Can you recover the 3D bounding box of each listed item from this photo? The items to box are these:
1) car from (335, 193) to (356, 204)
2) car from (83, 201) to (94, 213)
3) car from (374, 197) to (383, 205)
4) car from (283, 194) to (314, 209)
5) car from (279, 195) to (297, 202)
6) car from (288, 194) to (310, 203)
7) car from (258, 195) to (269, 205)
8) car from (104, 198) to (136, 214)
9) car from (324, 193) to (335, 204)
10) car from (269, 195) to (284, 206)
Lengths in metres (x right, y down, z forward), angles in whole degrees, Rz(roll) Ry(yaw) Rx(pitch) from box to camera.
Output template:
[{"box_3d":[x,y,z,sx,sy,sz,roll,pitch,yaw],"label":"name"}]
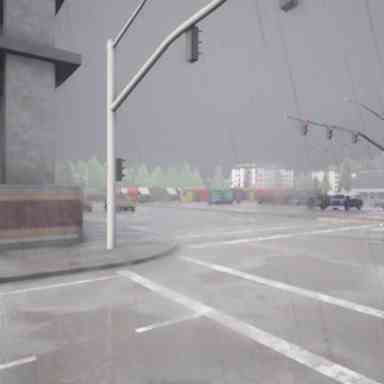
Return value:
[{"box_3d":[36.575,1.277,79.169,3.866,1.878,1.905,0,0,-35],"label":"car"},{"box_3d":[-12.134,1.563,35.566,1.895,1.301,4.718,0,0,-36],"label":"car"},{"box_3d":[32.123,1.488,55.289,3.806,1.475,1.970,0,0,-35],"label":"car"},{"box_3d":[16.465,1.465,51.272,3.806,1.475,1.970,0,0,-35],"label":"car"},{"box_3d":[20.666,1.457,71.430,3.905,1.438,1.784,0,0,-35],"label":"car"},{"box_3d":[22.287,1.247,69.029,4.605,1.855,1.932,0,0,-35],"label":"car"},{"box_3d":[13.201,1.222,55.796,4.605,1.855,1.932,0,0,-35],"label":"car"},{"box_3d":[-7.722,1.445,35.421,1.882,1.535,5.008,0,0,-36],"label":"car"},{"box_3d":[34.911,1.517,81.538,3.806,1.475,1.970,0,0,-35],"label":"car"},{"box_3d":[14.793,1.433,53.635,3.905,1.438,1.784,0,0,-35],"label":"car"}]
